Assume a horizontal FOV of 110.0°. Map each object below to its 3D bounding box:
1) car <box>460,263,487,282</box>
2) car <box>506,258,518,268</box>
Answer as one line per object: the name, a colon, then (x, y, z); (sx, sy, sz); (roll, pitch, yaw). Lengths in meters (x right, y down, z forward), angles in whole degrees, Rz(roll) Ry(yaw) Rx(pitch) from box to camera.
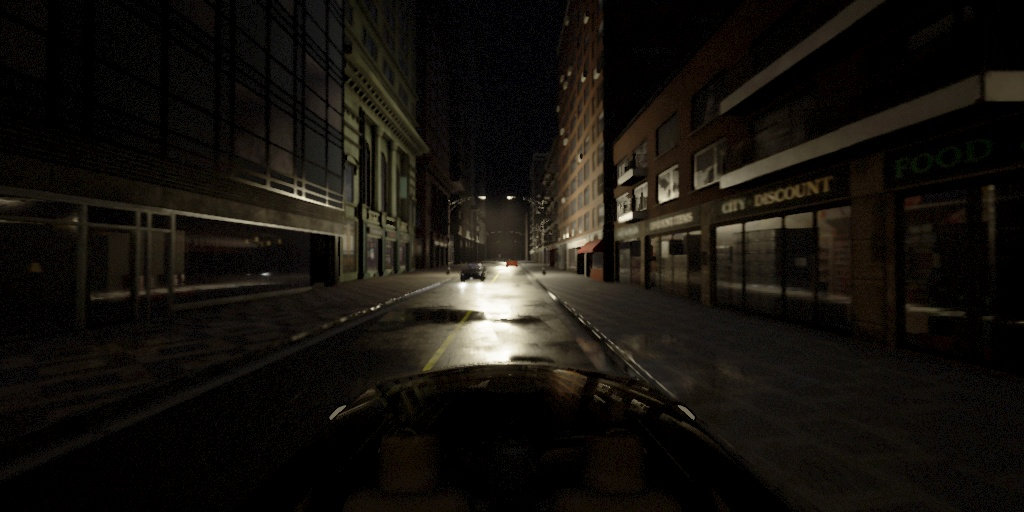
car: (-3.022, 1.310, 29.375); (2.033, 1.411, 5.357); (0, 0, 0)
car: (-0.033, 1.154, 64.221); (2.097, 1.767, 4.553); (0, 0, 0)
